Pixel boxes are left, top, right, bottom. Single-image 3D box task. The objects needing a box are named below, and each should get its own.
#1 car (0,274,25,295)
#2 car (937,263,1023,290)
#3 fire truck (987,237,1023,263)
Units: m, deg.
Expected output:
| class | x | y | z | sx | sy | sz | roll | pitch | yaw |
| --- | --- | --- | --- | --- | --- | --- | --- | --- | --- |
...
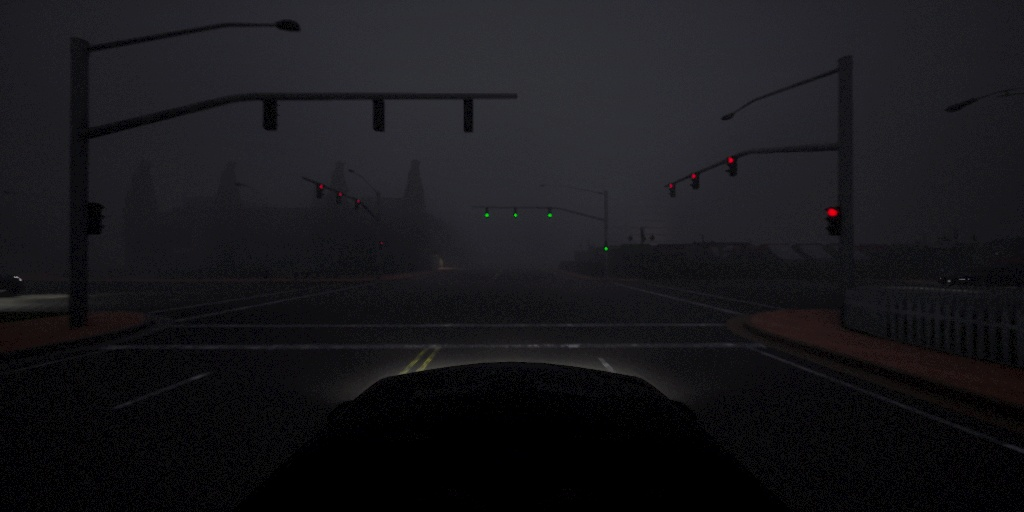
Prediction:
| class | x | y | z | sx | sy | sz | roll | pitch | yaw |
| --- | --- | --- | --- | --- | --- | --- | --- | --- | --- |
| car | -28.095 | 1.199 | 18.263 | 4.553 | 1.767 | 2.097 | 0 | 0 | 1 |
| car | 30.645 | 1.370 | 23.218 | 4.892 | 1.490 | 1.837 | 0 | 0 | -1 |
| fire truck | 41.388 | 0.219 | 26.903 | 8.468 | 3.827 | 2.891 | 0 | 0 | -1 |
